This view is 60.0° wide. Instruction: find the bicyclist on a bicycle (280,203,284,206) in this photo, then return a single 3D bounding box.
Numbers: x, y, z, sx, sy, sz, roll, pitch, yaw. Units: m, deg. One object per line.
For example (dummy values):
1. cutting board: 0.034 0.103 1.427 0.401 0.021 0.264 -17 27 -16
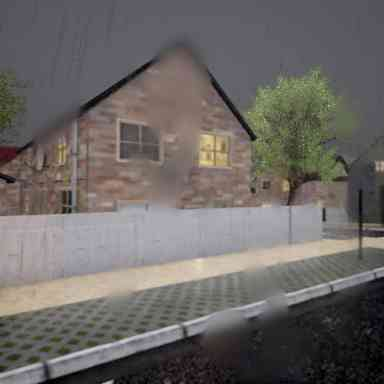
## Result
1. bicyclist on a bicycle: 8.479 1.831 31.292 1.656 1.620 0.582 -2 1 -35
